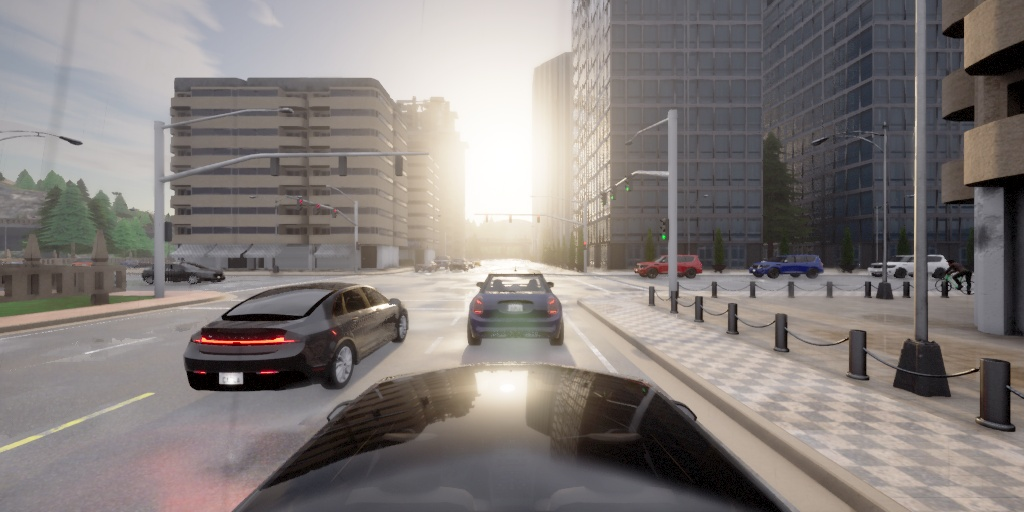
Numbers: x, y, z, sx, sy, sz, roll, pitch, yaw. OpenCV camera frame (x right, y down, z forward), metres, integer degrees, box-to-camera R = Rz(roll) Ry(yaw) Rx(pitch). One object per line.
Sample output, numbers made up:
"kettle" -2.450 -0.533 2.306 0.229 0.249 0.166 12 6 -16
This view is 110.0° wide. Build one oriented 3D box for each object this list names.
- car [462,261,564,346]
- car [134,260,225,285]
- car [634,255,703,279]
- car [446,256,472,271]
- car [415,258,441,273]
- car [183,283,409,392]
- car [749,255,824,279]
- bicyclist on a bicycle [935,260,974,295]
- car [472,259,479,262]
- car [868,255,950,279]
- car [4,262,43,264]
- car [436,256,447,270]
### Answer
"car" 0.090 1.102 9.591 2.097 1.767 4.553 0 0 0
"car" -22.570 1.199 24.730 4.892 1.490 1.837 0 0 2
"car" 13.706 0.917 31.524 5.566 2.045 2.150 0 0 0
"car" -7.045 1.102 48.185 2.097 1.767 4.553 0 0 0
"car" -10.590 1.276 44.602 1.812 1.442 4.674 0 0 1
"car" -3.427 1.255 6.819 1.837 1.490 4.892 0 0 0
"car" 24.026 0.916 31.455 5.566 2.045 2.150 0 0 1
"bicyclist on a bicycle" 21.018 0.996 16.992 0.582 1.620 1.656 0 0 0
"car" -7.021 1.297 57.656 2.033 1.411 5.357 0 0 0
"car" 34.667 0.913 31.384 5.566 2.045 2.150 0 0 0
"car" -35.045 1.201 25.913 4.892 1.490 1.837 0 0 14
"car" -10.535 0.971 54.308 2.150 2.045 5.566 0 0 0
